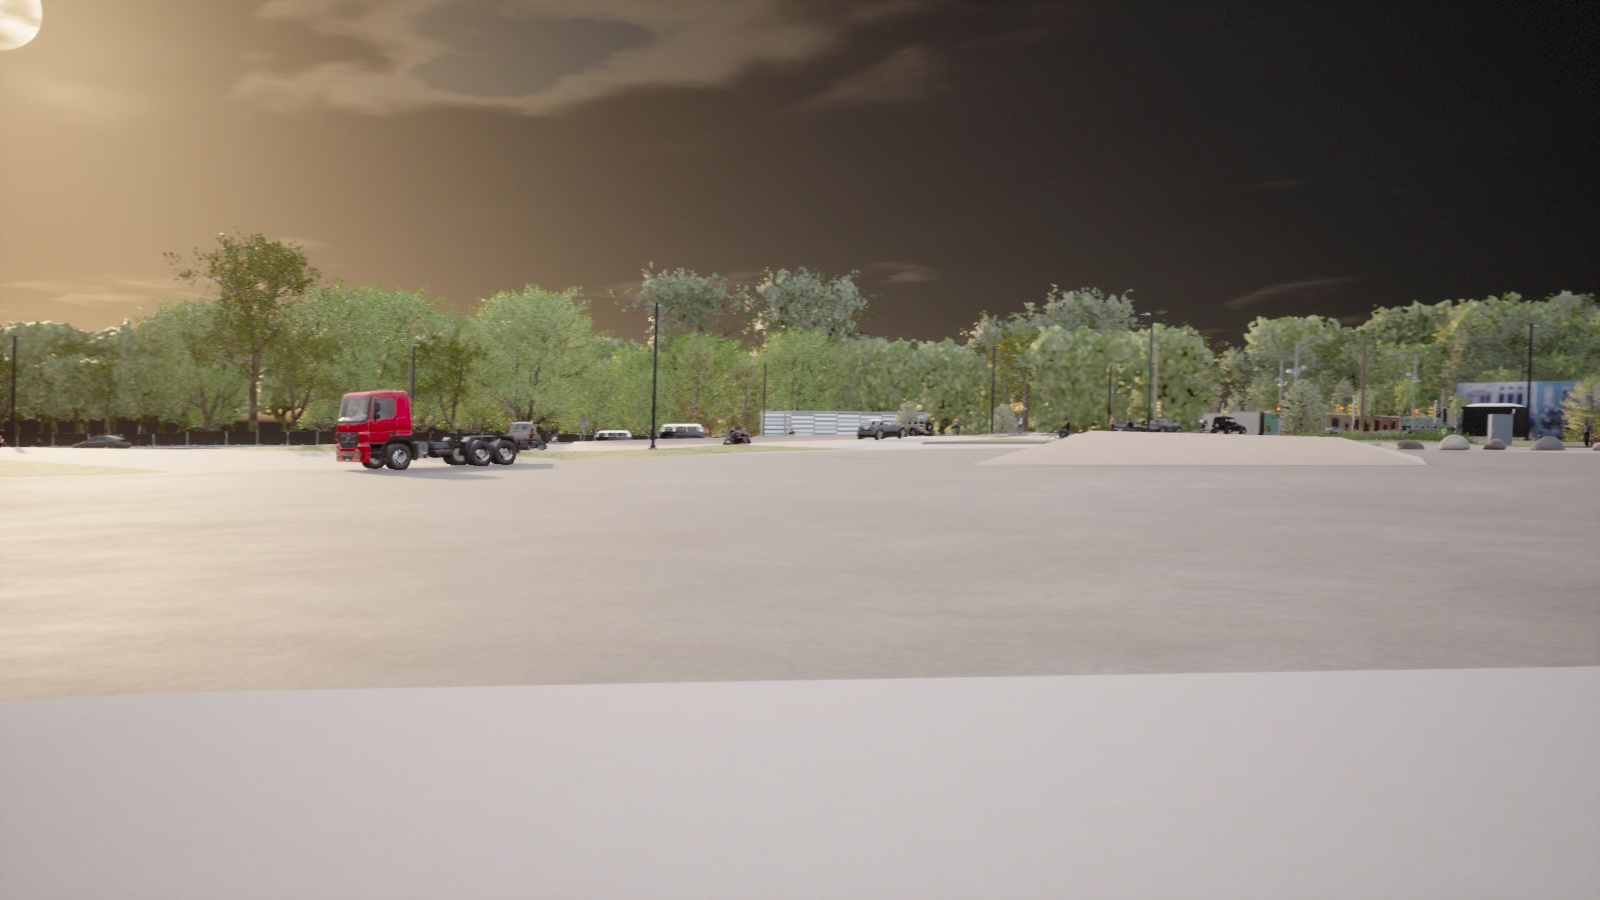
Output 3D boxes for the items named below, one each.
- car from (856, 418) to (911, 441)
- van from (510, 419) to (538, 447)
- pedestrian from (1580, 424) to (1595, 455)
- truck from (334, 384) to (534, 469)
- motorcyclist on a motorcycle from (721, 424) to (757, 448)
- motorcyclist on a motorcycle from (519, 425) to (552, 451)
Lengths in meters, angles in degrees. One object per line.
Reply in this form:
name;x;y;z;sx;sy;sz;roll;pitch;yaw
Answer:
car;6.039;-1.496;90.386;1.970;1.475;3.806;2;4;43
van;-21.112;-1.320;96.169;1.775;1.987;4.442;-2;2;-8
pedestrian;49.313;-0.664;78.622;0.788;1.949;0.423;2;1;-31
truck;-15.947;-1.078;55.177;7.936;3.462;2.891;-2;2;-43
motorcyclist on a motorcycle;-3.969;-0.917;81.869;2.191;1.530;0.866;-2;1;35
motorcyclist on a motorcycle;-17.752;-0.806;84.244;2.350;1.649;0.766;3;1;36
